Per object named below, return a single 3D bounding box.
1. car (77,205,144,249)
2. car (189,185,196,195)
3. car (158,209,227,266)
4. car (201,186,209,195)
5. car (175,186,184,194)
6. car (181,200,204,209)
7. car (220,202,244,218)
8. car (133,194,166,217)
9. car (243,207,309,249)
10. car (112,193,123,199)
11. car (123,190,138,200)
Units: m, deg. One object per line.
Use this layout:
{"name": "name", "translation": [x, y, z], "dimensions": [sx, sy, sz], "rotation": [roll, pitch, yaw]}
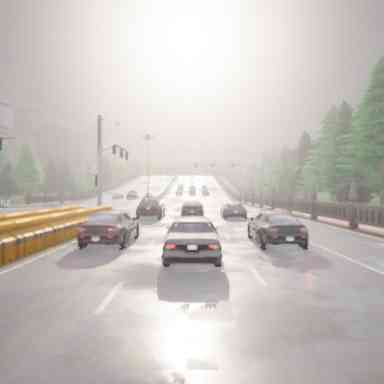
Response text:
{"name": "car", "translation": [-3.449, 1.513, 14.268], "dimensions": [1.812, 1.442, 4.674], "rotation": [0, 0, 1]}
{"name": "car", "translation": [0.091, -0.123, 89.099], "dimensions": [1.837, 1.490, 4.892], "rotation": [0, 7, 0]}
{"name": "car", "translation": [0.022, 1.538, 11.445], "dimensions": [2.033, 1.411, 5.357], "rotation": [0, 0, 0]}
{"name": "car", "translation": [3.593, -0.113, 89.500], "dimensions": [1.994, 1.385, 4.181], "rotation": [0, 7, 0]}
{"name": "car", "translation": [-3.409, -0.032, 89.159], "dimensions": [1.895, 1.301, 4.718], "rotation": [0, 7, 0]}
{"name": "car", "translation": [0.055, 1.452, 29.823], "dimensions": [1.882, 1.535, 5.008], "rotation": [0, 0, 1]}
{"name": "car", "translation": [3.545, 1.540, 28.733], "dimensions": [1.994, 1.385, 4.181], "rotation": [0, 0, 1]}
{"name": "car", "translation": [-3.457, 1.327, 28.536], "dimensions": [2.097, 1.767, 4.553], "rotation": [0, 0, 1]}
{"name": "car", "translation": [3.551, 1.513, 14.266], "dimensions": [1.812, 1.442, 4.674], "rotation": [0, 0, 1]}
{"name": "car", "translation": [-17.471, 0.977, 78.254], "dimensions": [1.895, 1.301, 4.718], "rotation": [0, 3, 0]}
{"name": "car", "translation": [-13.971, 0.614, 78.115], "dimensions": [2.150, 2.045, 5.566], "rotation": [0, 3, 0]}
